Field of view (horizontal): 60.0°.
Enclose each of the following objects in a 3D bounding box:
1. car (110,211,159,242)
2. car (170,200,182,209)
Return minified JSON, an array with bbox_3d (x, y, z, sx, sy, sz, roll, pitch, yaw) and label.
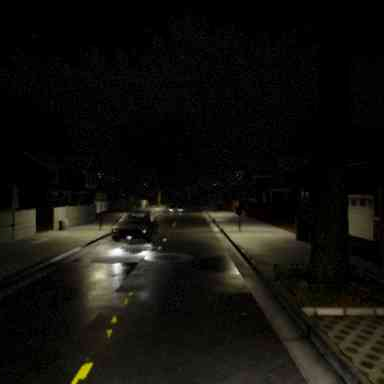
[{"bbox_3d":[-2.854,1.730,17.780,2.033,1.411,5.357,0,-1,0],"label":"car"},{"bbox_3d":[-2.840,2.282,59.413,1.837,1.490,4.892,0,-1,0],"label":"car"}]
